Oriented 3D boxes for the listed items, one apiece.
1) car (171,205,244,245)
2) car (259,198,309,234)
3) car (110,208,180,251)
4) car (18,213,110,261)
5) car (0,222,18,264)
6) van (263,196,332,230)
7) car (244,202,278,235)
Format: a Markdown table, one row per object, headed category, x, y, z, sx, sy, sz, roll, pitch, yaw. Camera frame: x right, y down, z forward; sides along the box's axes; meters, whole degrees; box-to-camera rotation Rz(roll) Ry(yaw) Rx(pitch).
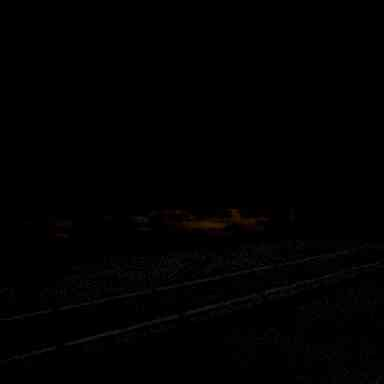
| category | x | y | z | sx | sy | sz | roll | pitch | yaw |
| --- | --- | --- | --- | --- | --- | --- | --- | --- | --- |
| car | -0.568 | 1.498 | 15.678 | 5.366 | 1.575 | 1.946 | -1 | -1 | 34 |
| car | 4.031 | 1.377 | 19.322 | 4.553 | 1.767 | 2.185 | -1 | -1 | 33 |
| car | -3.104 | 1.543 | 14.011 | 4.674 | 1.452 | 2.002 | -1 | -1 | 34 |
| car | -5.493 | 1.544 | 12.261 | 4.674 | 1.452 | 2.002 | -1 | -1 | 34 |
| car | -7.872 | 1.378 | 10.513 | 4.553 | 1.767 | 2.185 | -1 | -1 | 35 |
| van | 6.450 | 1.275 | 21.086 | 4.442 | 1.987 | 1.878 | -1 | -1 | 33 |
| car | 1.490 | 1.502 | 17.652 | 5.366 | 1.575 | 1.946 | -1 | -1 | 33 |
